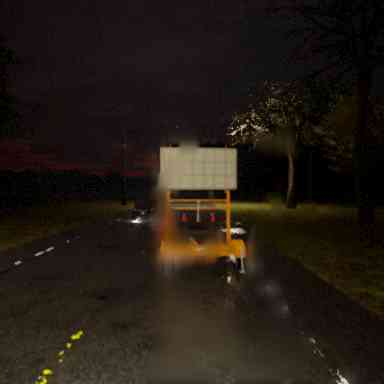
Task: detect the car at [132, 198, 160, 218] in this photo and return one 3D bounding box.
[{"bbox_3d":[-3.637,1.260,26.901,1.812,1.442,4.674,0,1,0],"label":"car"}]

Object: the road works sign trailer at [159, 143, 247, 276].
[{"bbox_3d":[0.176,0.359,10.105,2.380,3.560,2.880,0,1,-8],"label":"road works sign trailer"}]

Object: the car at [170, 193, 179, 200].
[{"bbox_3d":[-3.630,0.954,67.388,2.033,1.411,5.357,0,0,0],"label":"car"}]
